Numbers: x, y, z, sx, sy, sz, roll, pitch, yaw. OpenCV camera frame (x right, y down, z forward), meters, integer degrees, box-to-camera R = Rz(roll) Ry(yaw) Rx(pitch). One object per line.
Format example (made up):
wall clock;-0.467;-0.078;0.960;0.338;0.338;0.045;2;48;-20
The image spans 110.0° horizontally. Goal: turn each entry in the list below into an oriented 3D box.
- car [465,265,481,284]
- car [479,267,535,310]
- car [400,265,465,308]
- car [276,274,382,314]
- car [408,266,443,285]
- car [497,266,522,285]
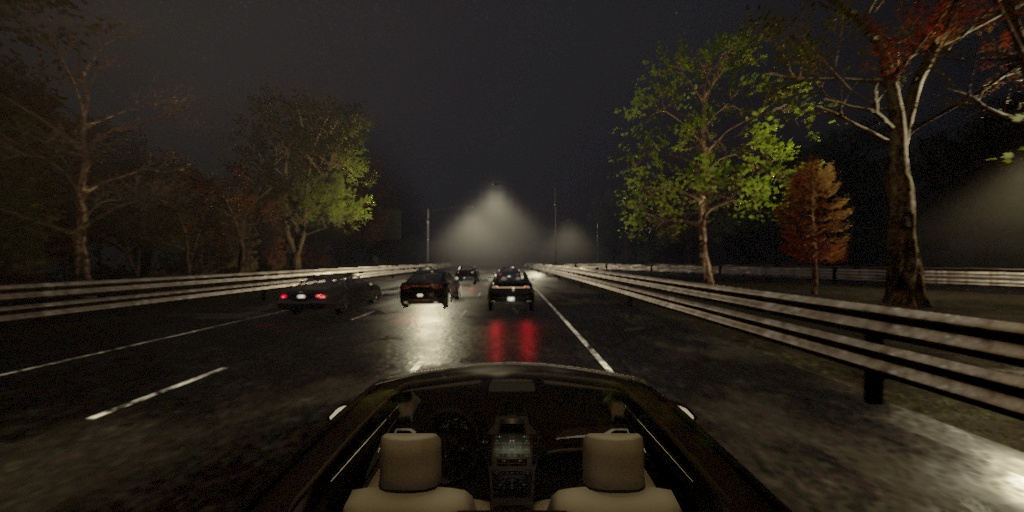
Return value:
car;-3.754;1.544;30.570;2.128;1.511;4.902;0;0;-1
car;-0.041;1.384;15.541;2.128;1.511;4.902;0;0;0
car;-3.544;1.376;16.244;1.882;1.535;5.008;0;0;0
car;-7.040;1.428;14.485;2.033;1.411;5.357;0;-1;0
car;-7.253;1.615;30.500;1.994;1.385;4.181;0;-1;-1
car;-0.256;1.616;30.612;1.994;1.385;4.181;0;-1;-1
